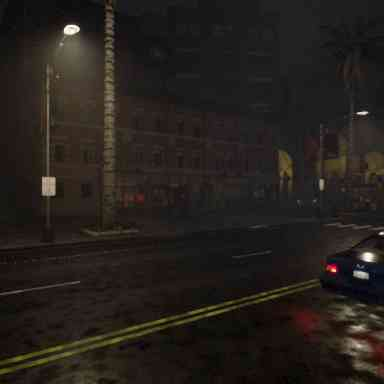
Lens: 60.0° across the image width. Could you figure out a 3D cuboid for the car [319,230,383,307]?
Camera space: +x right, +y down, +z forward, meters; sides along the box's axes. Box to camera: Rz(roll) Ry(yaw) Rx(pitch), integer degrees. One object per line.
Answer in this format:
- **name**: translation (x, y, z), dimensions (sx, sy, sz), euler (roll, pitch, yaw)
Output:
- **car**: translation (5.104, 1.547, 7.481), dimensions (5.357, 1.411, 2.033), euler (0, 0, -36)
